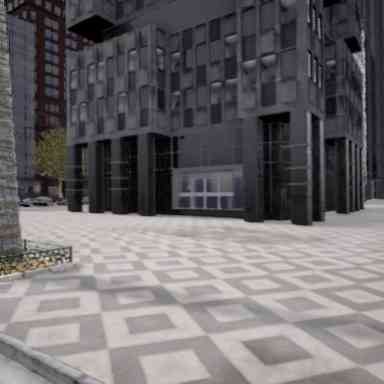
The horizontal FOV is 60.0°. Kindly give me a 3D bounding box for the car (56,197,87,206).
[{"bbox_3d":[-19.501,1.560,53.055,1.947,1.339,4.313,-1,0,35],"label":"car"}]

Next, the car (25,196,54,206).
[{"bbox_3d":[-26.516,1.549,57.900,1.967,1.590,4.097,-1,0,35],"label":"car"}]

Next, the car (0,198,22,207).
[{"bbox_3d":[-29.716,1.706,53.258,1.802,1.307,4.206,-1,0,35],"label":"car"}]

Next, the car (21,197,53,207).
[{"bbox_3d":[-22.702,1.576,48.414,1.947,1.339,4.313,-1,0,35],"label":"car"}]

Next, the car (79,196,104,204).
[{"bbox_3d":[-20.207,1.609,67.044,1.752,1.417,4.829,-1,0,35],"label":"car"}]

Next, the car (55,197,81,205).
[{"bbox_3d":[-23.312,1.677,62.542,1.802,1.307,4.206,-1,0,35],"label":"car"}]

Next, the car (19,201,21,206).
[{"bbox_3d":[-25.906,1.341,43.774,2.192,1.841,5.009,-1,0,35],"label":"car"}]
